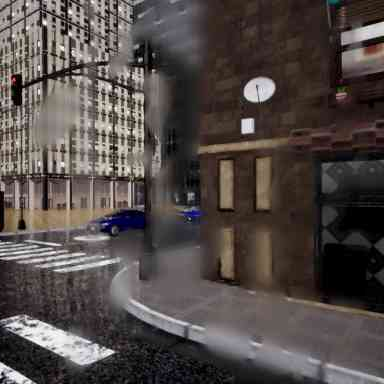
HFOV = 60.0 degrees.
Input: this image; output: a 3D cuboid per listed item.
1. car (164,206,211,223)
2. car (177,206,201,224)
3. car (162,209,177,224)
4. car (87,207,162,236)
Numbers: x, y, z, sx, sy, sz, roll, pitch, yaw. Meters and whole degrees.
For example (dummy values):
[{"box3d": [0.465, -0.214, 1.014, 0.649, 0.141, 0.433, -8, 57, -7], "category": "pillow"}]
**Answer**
[{"box3d": [-0.330, 1.975, 30.490, 2.008, 1.369, 4.403, -2, -2, 35], "category": "car"}, {"box3d": [1.240, 1.863, 27.974, 1.882, 1.535, 5.008, -1, -1, 35], "category": "car"}, {"box3d": [-3.533, 1.894, 25.934, 2.008, 1.369, 4.403, -2, -2, 35], "category": "car"}, {"box3d": [-4.181, 1.774, 20.258, 1.812, 1.442, 4.674, -1, -1, 33], "category": "car"}]
